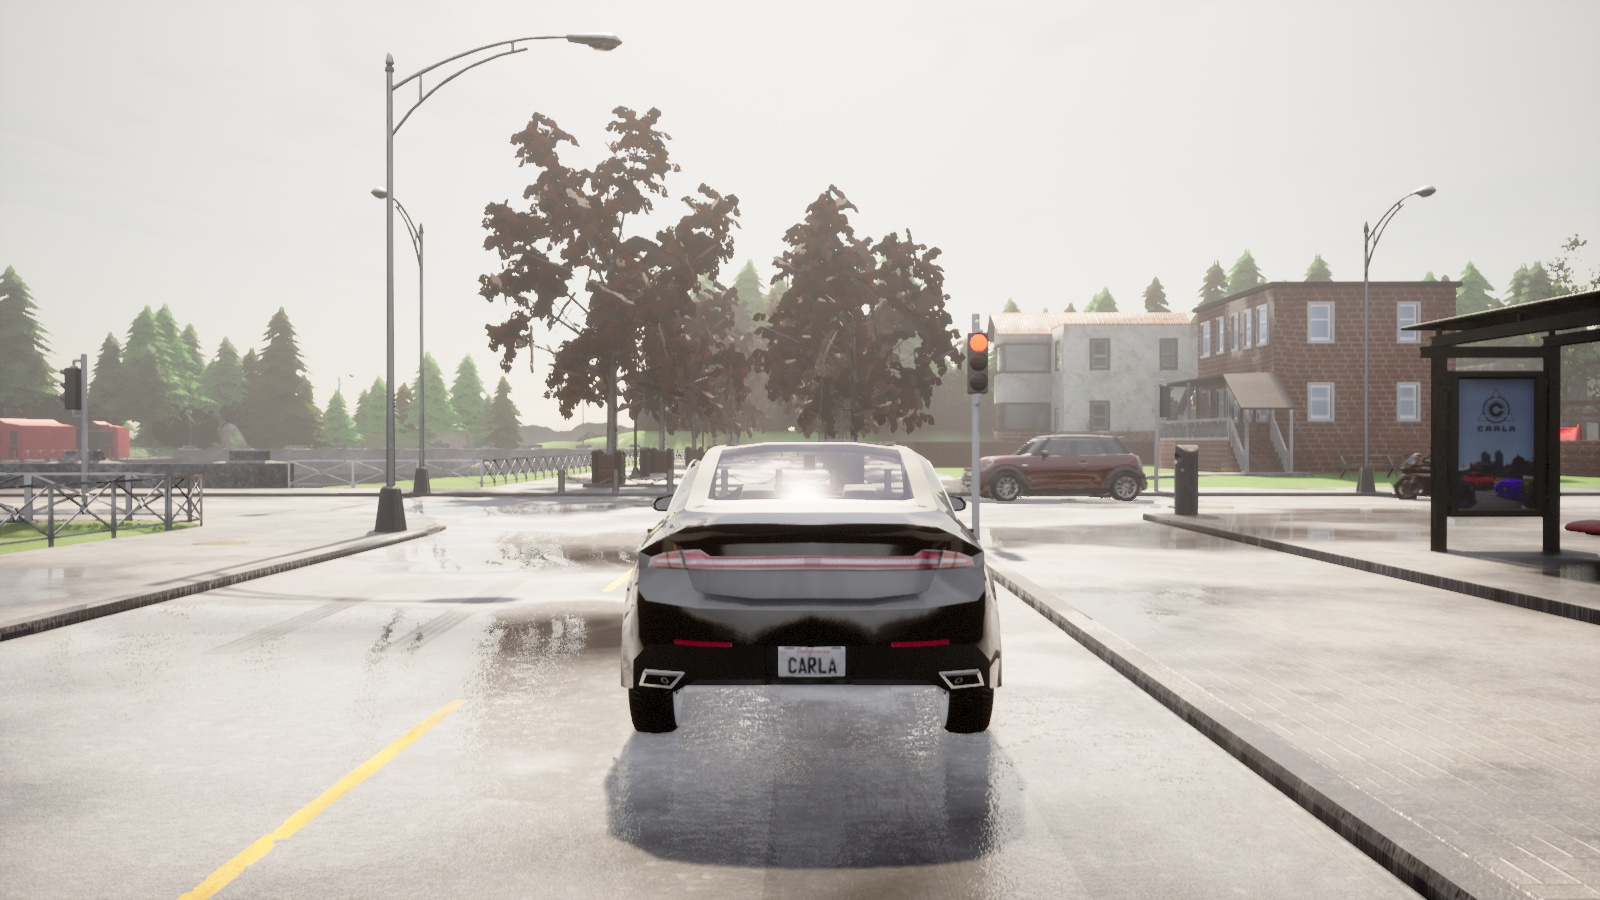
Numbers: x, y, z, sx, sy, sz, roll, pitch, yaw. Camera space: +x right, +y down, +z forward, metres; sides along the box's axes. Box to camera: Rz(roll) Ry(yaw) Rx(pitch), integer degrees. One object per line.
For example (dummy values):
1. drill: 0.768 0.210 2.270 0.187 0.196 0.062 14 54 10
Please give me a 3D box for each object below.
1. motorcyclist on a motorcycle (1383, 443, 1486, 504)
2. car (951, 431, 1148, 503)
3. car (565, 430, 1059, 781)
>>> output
1. motorcyclist on a motorcycle: 16.263 0.598 32.227 2.191 1.530 0.866 0 0 0
2. car: 6.299 0.415 32.048 4.553 1.767 2.097 0 0 -4
3. car: 0.060 0.655 7.859 2.128 1.511 4.902 0 0 0
